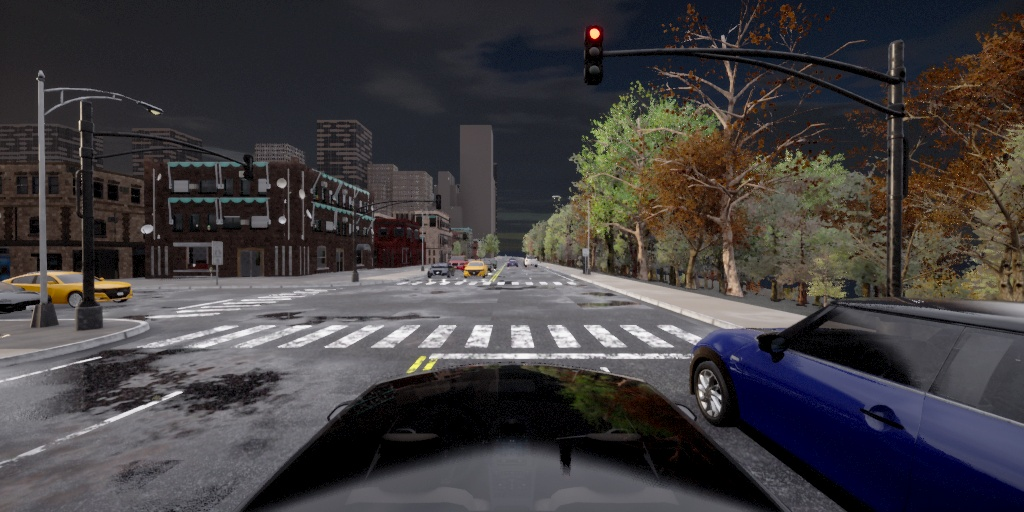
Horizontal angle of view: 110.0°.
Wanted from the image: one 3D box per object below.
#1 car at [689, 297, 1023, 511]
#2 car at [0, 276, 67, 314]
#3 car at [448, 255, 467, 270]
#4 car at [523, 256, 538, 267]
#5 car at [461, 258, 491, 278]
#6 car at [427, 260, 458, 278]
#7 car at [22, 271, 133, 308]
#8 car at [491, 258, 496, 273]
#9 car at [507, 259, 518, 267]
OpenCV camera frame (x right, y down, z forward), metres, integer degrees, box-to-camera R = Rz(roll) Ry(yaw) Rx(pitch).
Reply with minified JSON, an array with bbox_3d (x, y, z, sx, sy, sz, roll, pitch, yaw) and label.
[{"bbox_3d":[3.351,1.102,2.833,2.097,1.767,4.553,0,0,0],"label":"car"},{"bbox_3d":[-19.947,1.564,13.290,4.313,1.339,1.948,0,0,0],"label":"car"},{"bbox_3d":[-6.599,0.956,44.175,2.150,2.045,5.566,0,0,0],"label":"car"},{"bbox_3d":[3.353,0.948,63.641,2.150,2.045,5.566,0,0,0],"label":"car"},{"bbox_3d":[-3.351,1.217,33.982,1.882,1.535,5.008,0,0,0],"label":"car"},{"bbox_3d":[-6.601,1.303,33.778,1.994,1.385,4.181,0,0,0],"label":"car"},{"bbox_3d":[-20.009,1.450,15.985,5.008,1.535,1.882,-1,1,-1],"label":"car"},{"bbox_3d":[-3.350,1.240,44.118,1.837,1.490,4.892,0,0,0],"label":"car"},{"bbox_3d":[0.100,1.252,64.490,1.812,1.442,4.674,0,0,0],"label":"car"}]
